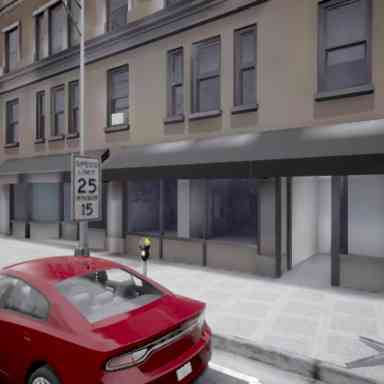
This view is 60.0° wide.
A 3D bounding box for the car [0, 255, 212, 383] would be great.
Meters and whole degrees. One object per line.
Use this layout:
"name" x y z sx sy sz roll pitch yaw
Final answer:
"car" -1.886 1.543 4.424 4.507 1.381 1.887 0 0 36
